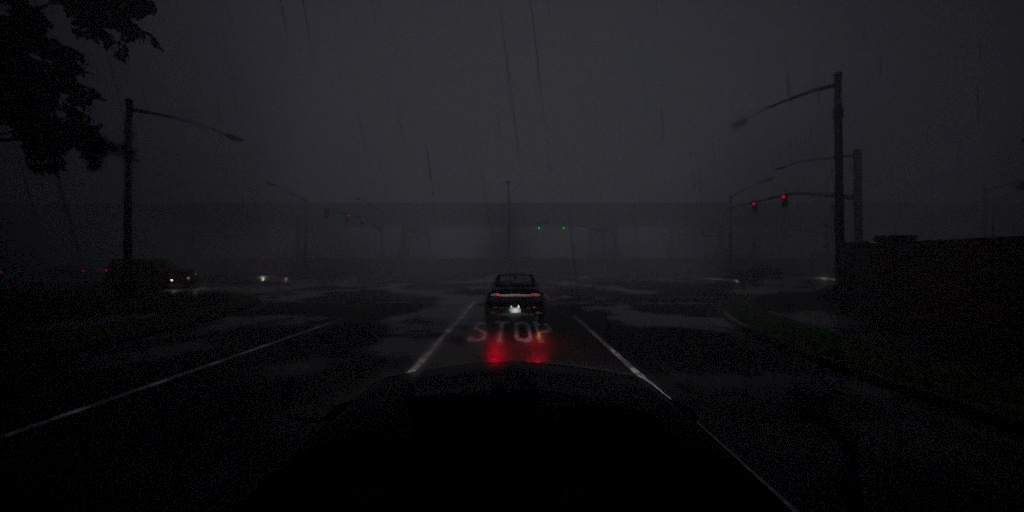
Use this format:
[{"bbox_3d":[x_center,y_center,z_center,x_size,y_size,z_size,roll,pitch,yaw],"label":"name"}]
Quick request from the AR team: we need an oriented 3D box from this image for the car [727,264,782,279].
[{"bbox_3d":[23.515,1.484,34.860,4.674,1.442,1.812,-1,-1,2],"label":"car"}]

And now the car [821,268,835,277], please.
[{"bbox_3d":[33.190,1.389,34.592,5.357,1.411,2.033,-1,-1,2],"label":"car"}]

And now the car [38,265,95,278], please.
[{"bbox_3d":[-49.646,1.696,40.255,5.357,1.411,2.033,0,-1,2],"label":"car"}]

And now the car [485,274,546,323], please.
[{"bbox_3d":[0.116,1.365,12.620,2.128,1.511,4.902,0,-1,0],"label":"car"}]

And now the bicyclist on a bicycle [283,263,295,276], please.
[{"bbox_3d":[-27.029,1.636,43.515,0.582,1.620,1.656,0,0,14],"label":"bicyclist on a bicycle"}]

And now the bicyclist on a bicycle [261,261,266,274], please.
[{"bbox_3d":[-31.581,1.505,45.607,0.582,1.620,1.656,0,0,-33],"label":"bicyclist on a bicycle"}]

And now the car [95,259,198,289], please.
[{"bbox_3d":[-25.617,1.218,25.522,5.566,2.045,2.150,0,-1,4],"label":"car"}]
